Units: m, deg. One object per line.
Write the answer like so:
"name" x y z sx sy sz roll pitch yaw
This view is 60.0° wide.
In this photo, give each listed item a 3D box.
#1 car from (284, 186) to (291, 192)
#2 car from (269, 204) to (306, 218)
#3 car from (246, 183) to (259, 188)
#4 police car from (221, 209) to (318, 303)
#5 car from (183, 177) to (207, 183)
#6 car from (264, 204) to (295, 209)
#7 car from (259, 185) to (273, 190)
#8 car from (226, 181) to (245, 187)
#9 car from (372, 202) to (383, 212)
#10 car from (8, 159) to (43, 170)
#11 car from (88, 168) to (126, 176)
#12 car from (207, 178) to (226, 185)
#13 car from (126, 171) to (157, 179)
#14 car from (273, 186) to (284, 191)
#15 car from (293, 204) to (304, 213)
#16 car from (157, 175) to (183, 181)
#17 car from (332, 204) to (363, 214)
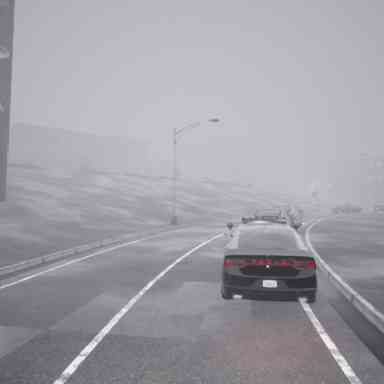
"car" 23.017 -0.423 83.998 2.435 2.045 5.566 -4 -6 41
"car" 11.040 2.125 38.125 2.033 1.411 5.357 -3 -3 40
"car" 11.767 -1.086 71.716 2.002 1.452 4.674 -4 -6 45
"police car" 1.835 1.452 8.506 1.930 1.638 5.238 -1 0 10
"car" -0.313 -1.966 60.118 5.008 1.535 2.097 4 -5 -41
"car" 4.221 1.613 17.634 1.837 1.490 4.892 -1 -1 19
"car" 15.511 -0.840 75.630 2.231 1.521 4.892 -4 -6 44
"car" 7.871 -1.379 67.818 4.792 1.488 2.163 4 -6 -44
"car" 28.536 2.274 49.320 4.674 1.442 1.812 1 -4 -38
"car" -21.493 -3.265 42.540 4.553 1.767 2.185 3 -5 -39
"car" -12.993 -2.712 49.409 4.892 1.521 2.231 3 -5 -39
"car" 3.750 -1.820 63.860 4.553 1.767 2.185 4 -6 -42
"car" -8.711 -2.483 52.885 4.892 1.521 2.231 3 -5 -39
"car" 19.310 -0.645 79.790 2.185 1.767 4.553 -4 -6 42
"car" 6.391 1.680 22.935 1.837 1.490 4.892 -2 -1 25
"car" -4.473 -2.190 56.454 4.674 1.452 2.002 3 -5 -40
"car" 19.680 2.148 42.051 4.718 1.301 1.895 1 -4 -40
